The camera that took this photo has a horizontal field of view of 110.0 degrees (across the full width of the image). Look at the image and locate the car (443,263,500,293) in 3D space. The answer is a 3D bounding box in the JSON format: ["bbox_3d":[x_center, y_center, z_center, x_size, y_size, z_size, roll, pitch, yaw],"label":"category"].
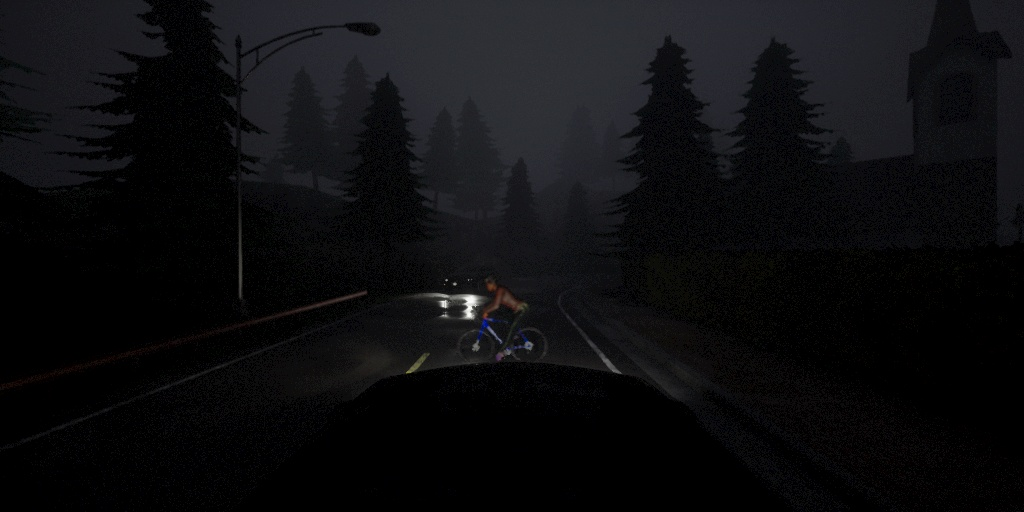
[{"bbox_3d":[-2.149,1.187,20.514,1.837,1.490,4.892,0,0,18],"label":"car"}]

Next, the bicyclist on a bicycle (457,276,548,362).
[{"bbox_3d":[-0.187,1.181,6.479,1.656,1.620,0.582,-2,0,0],"label":"bicyclist on a bicycle"}]
